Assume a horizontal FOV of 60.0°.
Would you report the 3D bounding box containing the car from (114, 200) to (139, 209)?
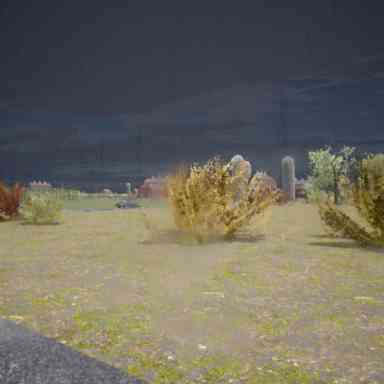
[{"bbox_3d":[-10.850,2.045,55.327,1.994,1.385,4.181,-1,-1,36],"label":"car"}]
